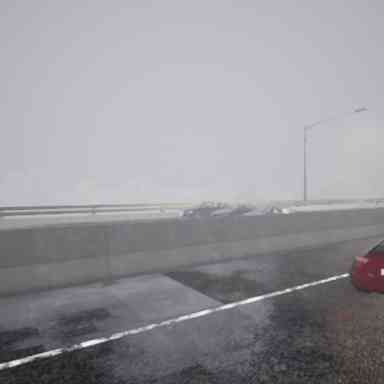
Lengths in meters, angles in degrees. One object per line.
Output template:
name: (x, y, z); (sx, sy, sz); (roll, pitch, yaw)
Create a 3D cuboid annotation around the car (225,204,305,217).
car: (4.875, 1.522, 20.261); (5.357, 1.411, 2.033); (0, 0, -35)

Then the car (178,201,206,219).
car: (1.182, 1.463, 26.212); (4.902, 1.511, 2.128); (0, 0, -35)

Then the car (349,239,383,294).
car: (5.497, 1.551, 7.625); (4.181, 1.385, 1.994); (0, 0, -35)

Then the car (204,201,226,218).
car: (3.272, 1.537, 23.402); (4.181, 1.385, 1.994); (0, 0, -35)
